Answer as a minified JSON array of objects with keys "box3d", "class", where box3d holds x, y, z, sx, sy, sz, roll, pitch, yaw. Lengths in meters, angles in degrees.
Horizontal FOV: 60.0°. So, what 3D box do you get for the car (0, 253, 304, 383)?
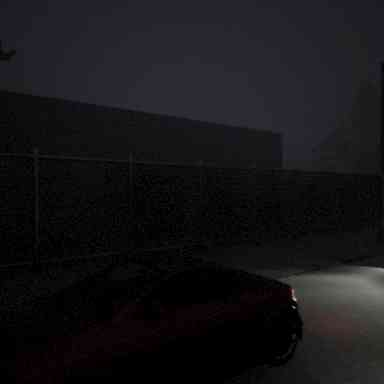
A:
[{"box3d":[-0.503,1.561,4.237,4.181,1.385,1.994,0,0,-35],"class":"car"}]
